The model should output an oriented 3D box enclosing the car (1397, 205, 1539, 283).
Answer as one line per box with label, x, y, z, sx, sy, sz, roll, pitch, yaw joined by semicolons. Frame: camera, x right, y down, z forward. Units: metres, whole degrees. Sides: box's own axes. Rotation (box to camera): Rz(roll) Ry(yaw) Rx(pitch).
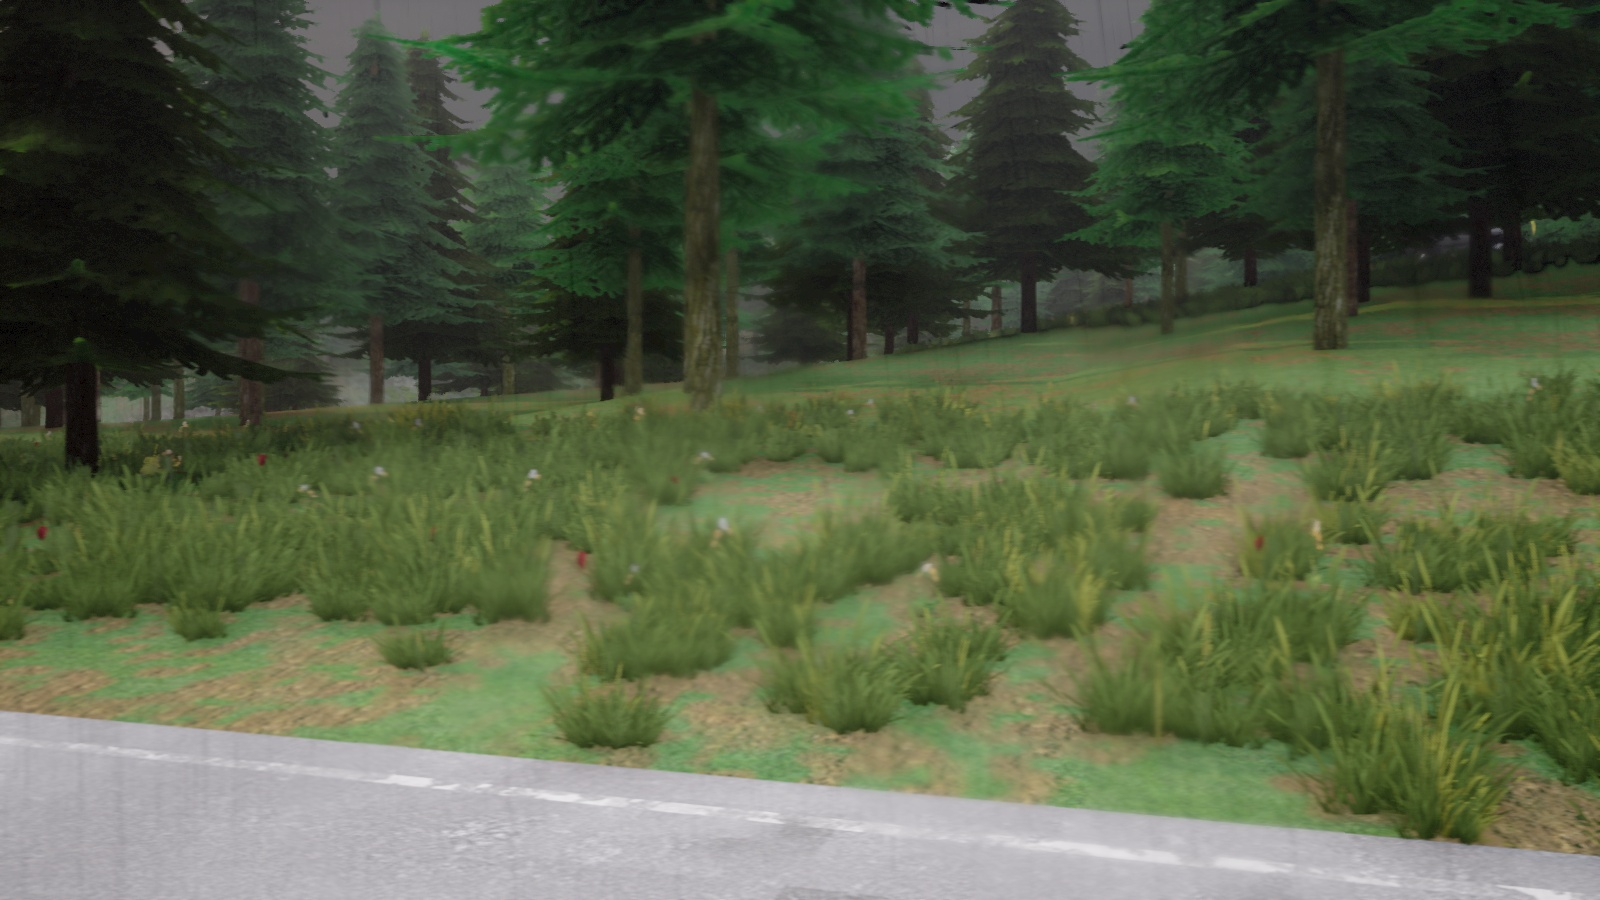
car;22.525;-6.890;42.413;3.866;1.878;1.905;-3;-1;39
